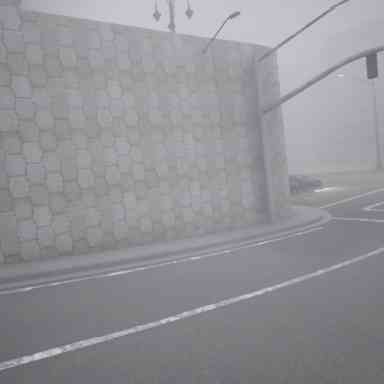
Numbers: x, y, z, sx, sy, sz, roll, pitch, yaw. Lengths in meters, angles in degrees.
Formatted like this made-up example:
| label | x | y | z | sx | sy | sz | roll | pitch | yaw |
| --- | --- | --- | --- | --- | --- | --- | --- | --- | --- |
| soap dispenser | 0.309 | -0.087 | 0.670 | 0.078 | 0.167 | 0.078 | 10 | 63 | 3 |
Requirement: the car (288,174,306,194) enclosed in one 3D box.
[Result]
| label | x | y | z | sx | sy | sz | roll | pitch | yaw |
| --- | --- | --- | --- | --- | --- | --- | --- | --- | --- |
| car | 6.813 | -0.600 | 28.342 | 2.097 | 1.767 | 4.553 | -10 | 6 | -35 |

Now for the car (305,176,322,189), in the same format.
| label | x | y | z | sx | sy | sz | roll | pitch | yaw |
| --- | --- | --- | --- | --- | --- | --- | --- | --- | --- |
| car | 9.634 | -0.903 | 30.404 | 1.994 | 1.385 | 4.181 | -10 | 6 | -34 |
